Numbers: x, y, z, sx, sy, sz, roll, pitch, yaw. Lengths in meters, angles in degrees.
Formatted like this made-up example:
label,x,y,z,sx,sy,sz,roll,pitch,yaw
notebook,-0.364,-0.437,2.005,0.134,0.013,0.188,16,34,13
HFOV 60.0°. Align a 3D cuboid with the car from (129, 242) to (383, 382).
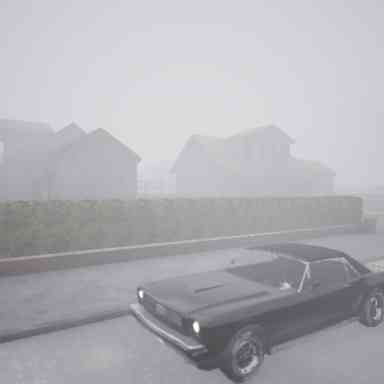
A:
label,x,y,z,sx,sy,sz,roll,pitch,yaw
car,1.431,1.601,5.520,4.718,1.301,1.895,0,0,-34
